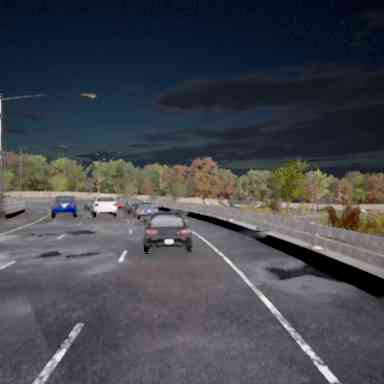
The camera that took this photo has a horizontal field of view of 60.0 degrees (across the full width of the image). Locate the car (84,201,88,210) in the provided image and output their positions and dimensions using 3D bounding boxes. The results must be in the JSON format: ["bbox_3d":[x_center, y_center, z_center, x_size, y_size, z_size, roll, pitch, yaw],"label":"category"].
[{"bbox_3d":[-13.022,1.692,43.940,2.033,1.411,5.357,0,0,-25],"label":"car"}]

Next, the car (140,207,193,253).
[{"bbox_3d":[-1.084,1.555,13.779,1.812,1.442,4.674,0,0,-7],"label":"car"}]

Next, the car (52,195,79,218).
[{"bbox_3d":[-11.997,1.339,31.452,2.150,2.045,5.566,0,0,-20],"label":"car"}]

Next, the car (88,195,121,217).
[{"bbox_3d":[-8.617,1.324,32.405,2.150,2.045,5.566,0,0,-20],"label":"car"}]

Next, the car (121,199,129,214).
[{"bbox_3d":[-6.424,1.601,36.714,1.837,1.490,4.892,0,0,-19],"label":"car"}]

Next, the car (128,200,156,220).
[{"bbox_3d":[-4.099,1.619,29.236,2.033,1.411,5.357,0,0,-16],"label":"car"}]

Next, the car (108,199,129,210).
[{"bbox_3d":[-10.318,1.698,46.423,1.994,1.385,4.181,0,0,-25],"label":"car"}]
